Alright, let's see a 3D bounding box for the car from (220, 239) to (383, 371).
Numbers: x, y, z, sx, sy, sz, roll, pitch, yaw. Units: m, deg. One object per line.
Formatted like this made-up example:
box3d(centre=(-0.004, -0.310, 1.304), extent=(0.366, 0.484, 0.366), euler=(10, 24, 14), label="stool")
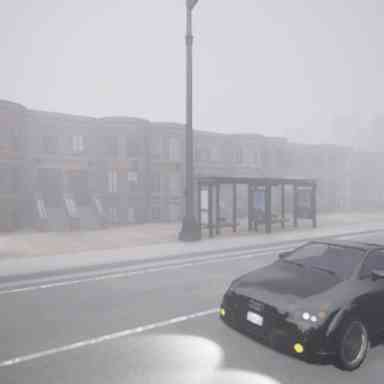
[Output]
box3d(centre=(2.520, 1.548, 5.668), extent=(4.181, 1.385, 1.994), euler=(0, 0, -34), label="car")
